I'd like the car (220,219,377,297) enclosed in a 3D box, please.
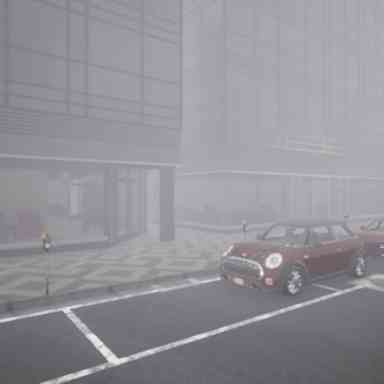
[{"bbox_3d":[2.664,1.465,8.562,4.097,1.590,1.967,0,0,-36],"label":"car"}]

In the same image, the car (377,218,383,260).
[{"bbox_3d":[7.221,1.589,11.820,4.507,1.381,1.887,0,0,-36],"label":"car"}]
